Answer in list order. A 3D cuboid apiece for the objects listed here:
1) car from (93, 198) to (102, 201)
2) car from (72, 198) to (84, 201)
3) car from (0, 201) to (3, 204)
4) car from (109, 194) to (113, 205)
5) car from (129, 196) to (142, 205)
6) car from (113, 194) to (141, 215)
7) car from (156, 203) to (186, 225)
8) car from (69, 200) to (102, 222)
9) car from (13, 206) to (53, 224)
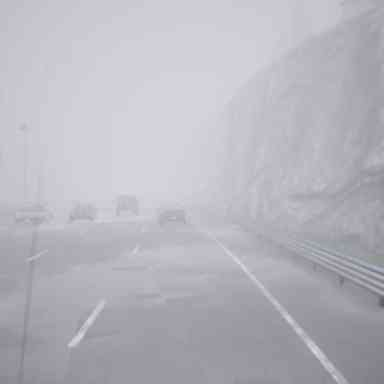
[{"bbox_3d":[-17.912,1.856,62.837,1.895,1.301,4.718,-1,0,-15],"label":"car"},{"bbox_3d":[-21.243,1.777,61.790,1.882,1.535,5.008,-1,0,-14],"label":"car"},{"bbox_3d":[-28.933,1.964,49.102,1.994,1.385,4.181,-1,0,-14],"label":"car"},{"bbox_3d":[-14.764,1.435,64.360,2.150,2.045,5.566,-1,0,-14],"label":"car"},{"bbox_3d":[-10.803,1.641,63.313,1.882,1.535,5.008,-1,0,-15],"label":"car"},{"bbox_3d":[-7.164,1.326,36.263,2.150,2.045,5.566,0,0,-15],"label":"car"},{"bbox_3d":[-1.575,1.555,24.289,1.812,1.442,4.674,0,0,-9],"label":"car"},{"bbox_3d":[-8.951,1.674,27.587,2.033,1.411,5.357,-1,0,-12],"label":"car"},{"bbox_3d":[-12.393,1.771,26.340,1.895,1.301,4.718,-1,0,-11],"label":"car"}]
